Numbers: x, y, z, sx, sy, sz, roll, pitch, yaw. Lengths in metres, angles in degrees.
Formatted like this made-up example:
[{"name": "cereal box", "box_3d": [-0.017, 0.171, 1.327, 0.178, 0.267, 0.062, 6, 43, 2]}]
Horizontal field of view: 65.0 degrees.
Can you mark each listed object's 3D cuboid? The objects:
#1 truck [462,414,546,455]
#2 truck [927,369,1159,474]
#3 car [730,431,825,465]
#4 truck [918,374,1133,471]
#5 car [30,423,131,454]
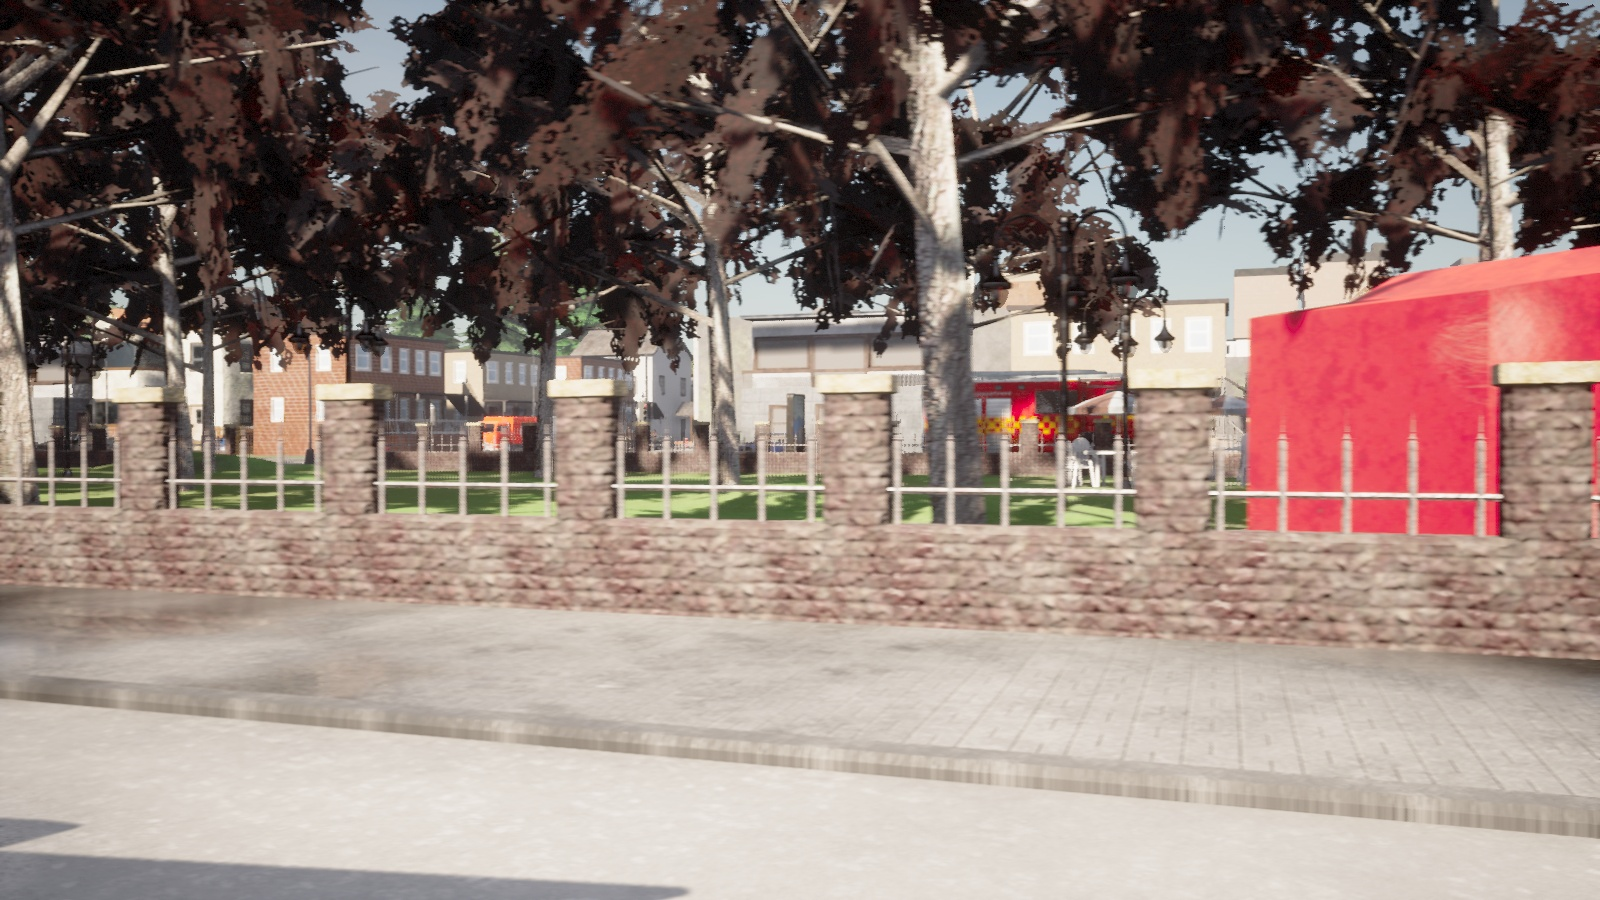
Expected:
[{"name": "truck", "box_3d": [-18.088, -0.965, 77.055, 2.627, 2.467, 5.204, 1, 1, 19]}, {"name": "truck", "box_3d": [9.346, -1.076, 48.315, 8.468, 3.827, 2.891, 0, 1, 18]}, {"name": "car", "box_3d": [-0.986, -0.109, 56.039, 3.806, 1.475, 1.970, 1, 1, 19]}, {"name": "truck", "box_3d": [9.436, -1.143, 52.504, 8.468, 3.827, 2.891, 1, 1, 19]}, {"name": "car", "box_3d": [-39.533, -0.648, 69.001, 5.027, 1.651, 2.152, 1, 1, 22]}]
